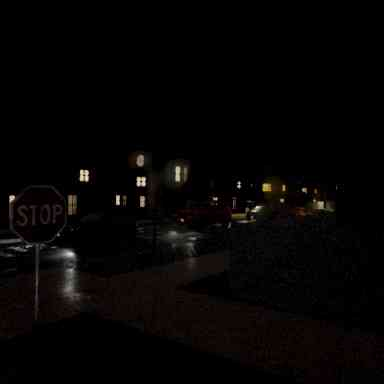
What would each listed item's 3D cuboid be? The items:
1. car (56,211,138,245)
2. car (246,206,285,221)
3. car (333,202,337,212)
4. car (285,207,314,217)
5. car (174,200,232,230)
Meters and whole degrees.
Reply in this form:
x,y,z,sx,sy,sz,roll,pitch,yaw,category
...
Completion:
x,y,z,sx,sy,sz,roll,pitch,yaw,category
-4.842,1.762,17.344,1.812,1.442,4.674,2,0,36,car
7.187,2.174,33.712,2.128,1.511,4.902,2,0,36,car
22.976,2.485,50.193,2.150,2.045,5.566,2,0,36,car
10.831,2.277,33.711,1.882,1.535,5.008,2,0,36,car
0.984,1.672,25.289,2.150,2.045,5.566,2,0,36,car
